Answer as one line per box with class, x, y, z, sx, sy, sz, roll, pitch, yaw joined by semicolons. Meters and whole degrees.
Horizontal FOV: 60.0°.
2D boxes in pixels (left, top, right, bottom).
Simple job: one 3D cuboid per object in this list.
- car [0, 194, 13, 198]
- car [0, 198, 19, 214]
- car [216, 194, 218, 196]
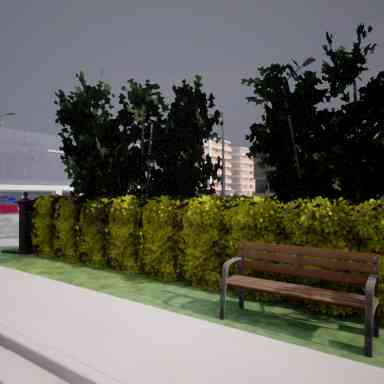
car;-21.285;1.196;34.450;2.150;2.045;5.566;0;0;35
car;-18.370;1.543;32.319;1.994;1.385;4.181;0;0;32
car;3.360;0.836;63.385;1.812;1.442;4.674;0;1;35
